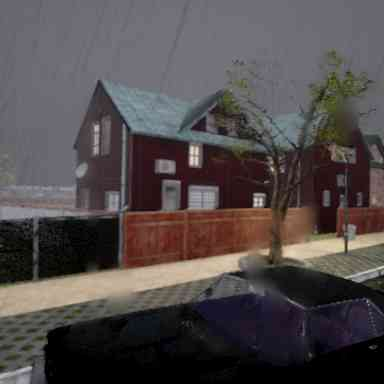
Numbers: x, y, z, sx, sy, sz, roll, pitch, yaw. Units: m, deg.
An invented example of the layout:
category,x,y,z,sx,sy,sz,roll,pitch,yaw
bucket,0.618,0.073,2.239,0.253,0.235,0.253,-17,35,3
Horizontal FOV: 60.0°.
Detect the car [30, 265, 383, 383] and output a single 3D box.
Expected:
category,x,y,z,sx,sy,sz,roll,pitch,yaw
car,0.821,1.621,3.665,4.718,1.301,1.895,0,0,-27
